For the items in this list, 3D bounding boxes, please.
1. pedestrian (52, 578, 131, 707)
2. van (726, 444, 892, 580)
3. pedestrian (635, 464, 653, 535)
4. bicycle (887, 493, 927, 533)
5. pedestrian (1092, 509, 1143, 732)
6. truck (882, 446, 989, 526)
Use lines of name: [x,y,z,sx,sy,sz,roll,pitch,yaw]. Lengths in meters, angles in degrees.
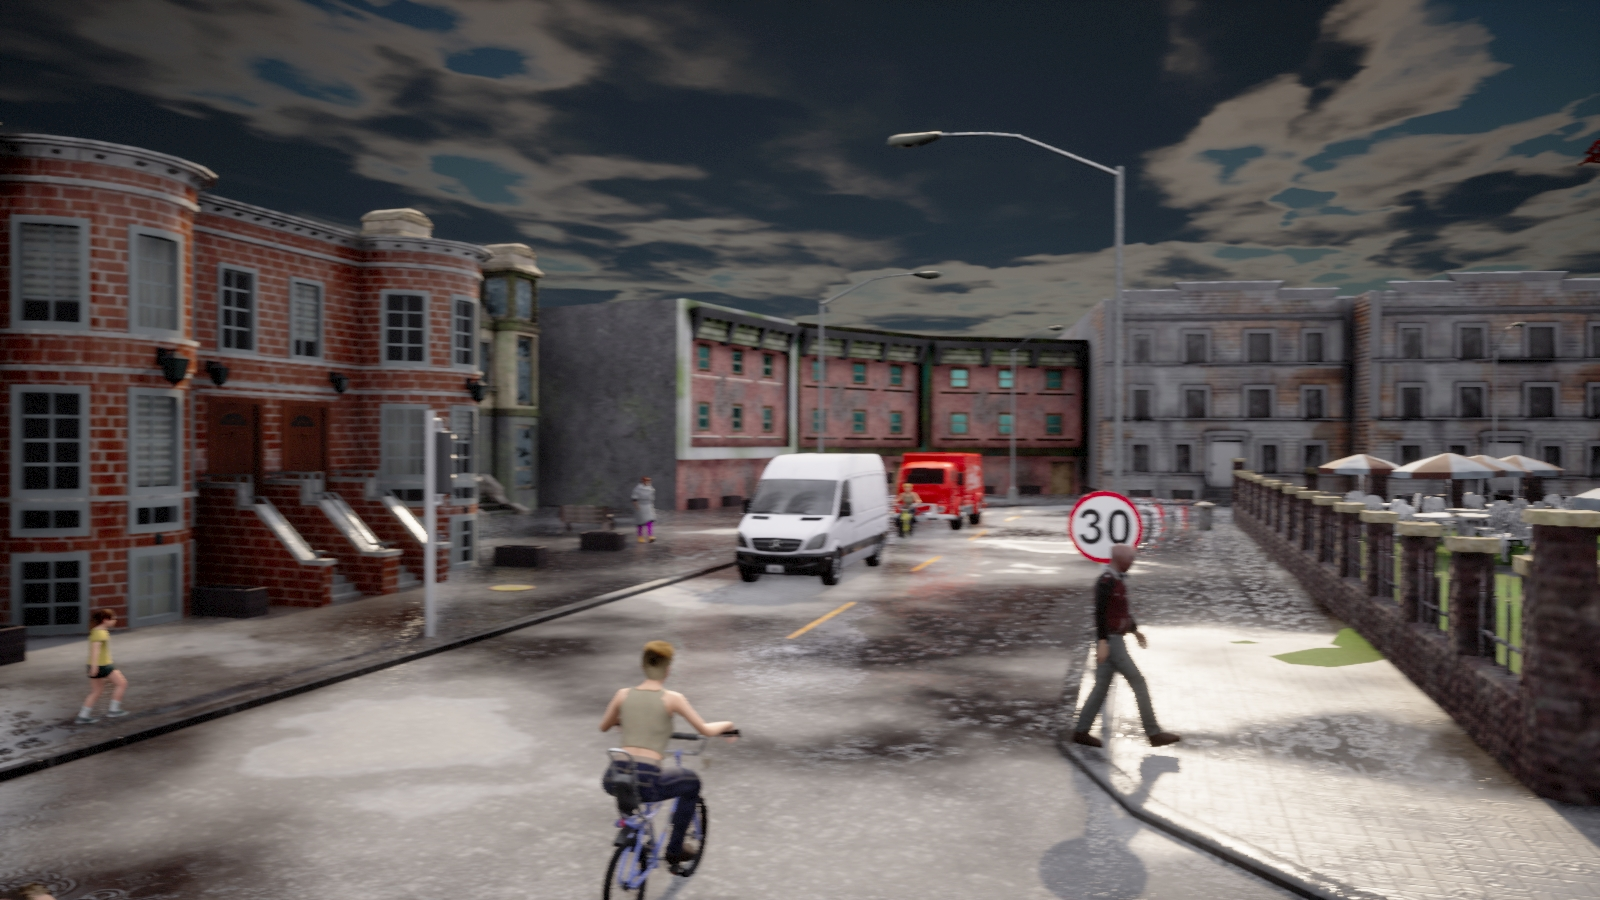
pedestrian: [-6.712,1.804,10.829,0.500,1.100,0.500,1,0,39]
van: [0.377,1.156,24.633,1.988,2.561,5.915,0,0,17]
pedestrian: [-4.138,1.312,30.358,0.375,1.860,0.375,0,0,-25]
bicycle: [3.166,1.832,33.667,0.859,1.080,1.487,0,0,17]
pedestrian: [2.762,1.461,9.930,0.375,1.860,0.375,0,0,22]
truck: [4.670,1.118,38.641,2.627,2.467,5.204,0,0,18]
